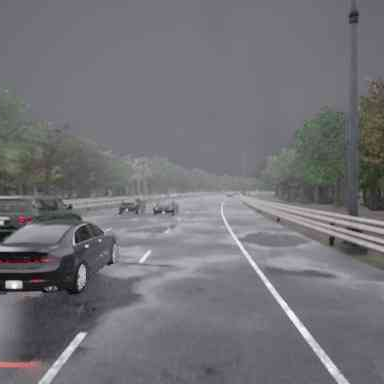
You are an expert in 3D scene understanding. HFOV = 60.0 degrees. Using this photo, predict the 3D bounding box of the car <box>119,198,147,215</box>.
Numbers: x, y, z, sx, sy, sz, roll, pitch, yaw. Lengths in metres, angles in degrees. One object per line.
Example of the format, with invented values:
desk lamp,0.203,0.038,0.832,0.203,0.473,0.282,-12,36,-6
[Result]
car,-5.694,1.363,32.292,1.837,1.490,4.892,0,0,4

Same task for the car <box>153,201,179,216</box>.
car,-2.296,1.469,30.819,1.895,1.301,4.718,0,0,4

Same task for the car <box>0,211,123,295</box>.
car,-3.273,1.470,8.623,1.837,1.490,4.892,0,0,1

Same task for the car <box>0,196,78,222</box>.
car,-6.628,1.160,14.323,2.150,2.045,5.566,0,0,2
